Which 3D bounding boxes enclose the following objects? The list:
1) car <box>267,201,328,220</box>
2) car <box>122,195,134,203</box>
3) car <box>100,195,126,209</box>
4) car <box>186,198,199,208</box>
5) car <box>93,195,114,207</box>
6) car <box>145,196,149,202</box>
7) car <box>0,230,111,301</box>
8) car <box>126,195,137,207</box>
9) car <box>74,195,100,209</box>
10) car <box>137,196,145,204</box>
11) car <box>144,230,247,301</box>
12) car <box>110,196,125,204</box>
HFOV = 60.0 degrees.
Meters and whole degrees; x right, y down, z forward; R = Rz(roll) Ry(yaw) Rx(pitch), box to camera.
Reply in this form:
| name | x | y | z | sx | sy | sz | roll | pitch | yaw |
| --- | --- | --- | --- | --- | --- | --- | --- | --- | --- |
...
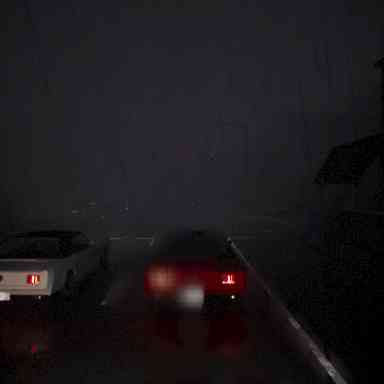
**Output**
| name | x | y | z | sx | sy | sz | roll | pitch | yaw |
| --- | --- | --- | --- | --- | --- | --- | --- | --- | --- |
| car | 9.001 | 1.558 | 28.470 | 5.008 | 1.535 | 1.882 | -1 | 0 | 2 |
| car | -14.048 | 1.511 | 73.004 | 1.812 | 1.442 | 4.674 | 0 | 0 | 0 |
| car | -10.625 | 1.521 | 44.926 | 1.812 | 1.442 | 4.674 | 0 | 0 | 0 |
| car | 0.063 | 1.558 | 48.783 | 1.994 | 1.385 | 4.181 | 0 | 0 | 0 |
| car | -14.122 | 1.346 | 53.200 | 2.097 | 1.767 | 4.553 | 0 | 0 | 1 |
| car | -10.548 | 1.528 | 72.973 | 2.033 | 1.411 | 5.357 | 0 | 0 | 0 |
| car | -3.428 | 1.600 | 8.241 | 1.895 | 1.301 | 4.718 | 0 | 0 | 0 |
| car | -10.626 | 1.346 | 52.650 | 2.097 | 1.767 | 4.553 | 0 | 0 | 0 |
| car | -14.128 | 1.487 | 44.147 | 2.128 | 1.511 | 4.902 | 0 | 0 | 0 |
| car | -10.589 | 1.557 | 62.580 | 1.994 | 1.385 | 4.181 | 0 | 0 | 1 |
| car | 0.072 | 1.600 | 8.261 | 1.895 | 1.301 | 4.718 | 0 | 0 | 0 |
| car | -14.092 | 1.557 | 63.081 | 1.994 | 1.385 | 4.181 | 0 | 0 | 0 |
